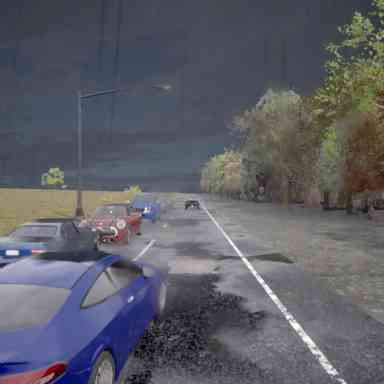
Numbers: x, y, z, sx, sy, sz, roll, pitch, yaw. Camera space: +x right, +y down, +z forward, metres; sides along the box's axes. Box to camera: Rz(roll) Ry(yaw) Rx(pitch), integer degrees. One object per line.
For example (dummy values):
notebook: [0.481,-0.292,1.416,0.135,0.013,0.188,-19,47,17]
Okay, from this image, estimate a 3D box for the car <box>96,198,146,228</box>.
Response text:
car: [-3.691,1.354,15.601,2.097,1.767,4.553,0,0,1]

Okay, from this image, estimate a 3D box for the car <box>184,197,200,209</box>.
car: [0.027,1.501,44.337,1.837,1.490,4.892,0,0,0]

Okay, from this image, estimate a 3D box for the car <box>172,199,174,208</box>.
car: [-3.627,1.347,45.262,2.097,1.767,4.553,0,0,0]

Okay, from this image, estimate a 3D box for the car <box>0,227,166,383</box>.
car: [-1.601,1.526,4.561,1.812,1.442,4.674,0,0,7]

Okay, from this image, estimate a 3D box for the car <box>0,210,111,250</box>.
car: [-4.414,1.549,10.744,2.033,1.411,5.357,0,0,1]

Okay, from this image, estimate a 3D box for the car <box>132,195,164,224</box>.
car: [-3.623,1.223,25.251,2.150,2.045,5.566,0,0,-1]

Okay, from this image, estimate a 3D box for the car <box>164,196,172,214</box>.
car: [-3.620,1.351,35.256,2.097,1.767,4.553,0,0,0]
